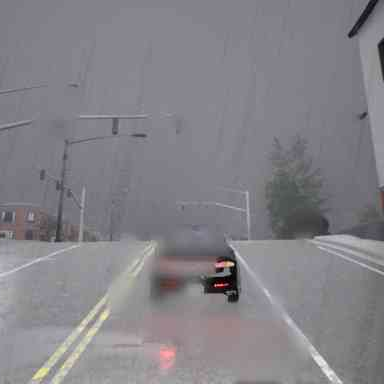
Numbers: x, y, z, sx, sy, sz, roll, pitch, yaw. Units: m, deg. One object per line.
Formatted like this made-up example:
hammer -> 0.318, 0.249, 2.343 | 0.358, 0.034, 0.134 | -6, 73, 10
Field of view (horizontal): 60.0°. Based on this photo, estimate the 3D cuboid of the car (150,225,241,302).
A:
car -> 0.079, 1.594, 8.501 | 2.128, 1.511, 4.902 | 0, -1, 0
